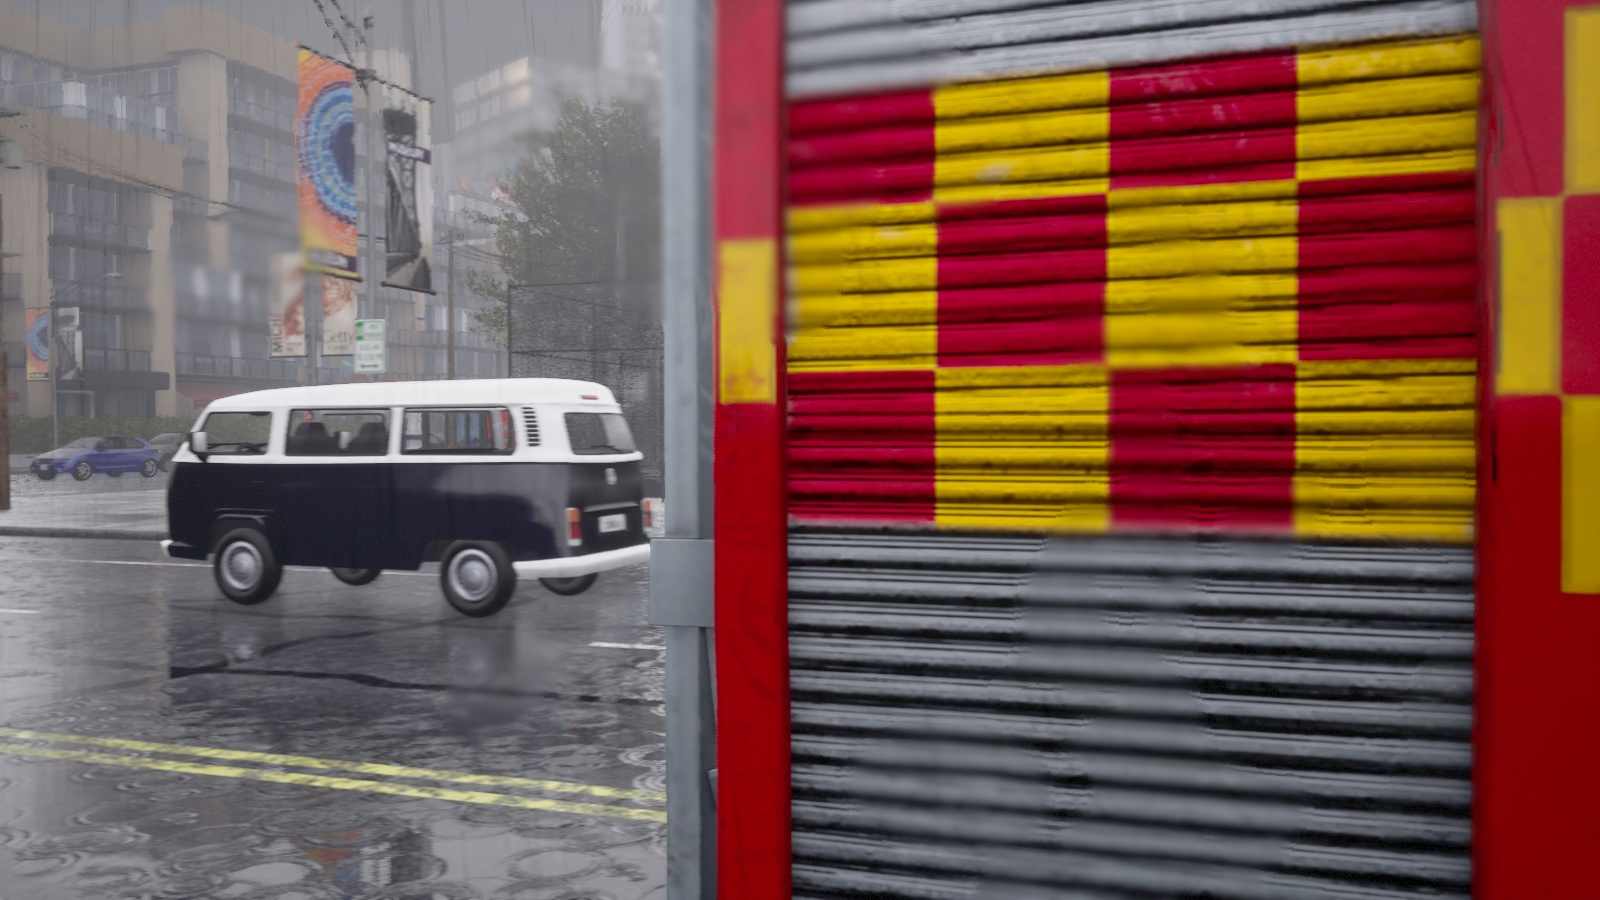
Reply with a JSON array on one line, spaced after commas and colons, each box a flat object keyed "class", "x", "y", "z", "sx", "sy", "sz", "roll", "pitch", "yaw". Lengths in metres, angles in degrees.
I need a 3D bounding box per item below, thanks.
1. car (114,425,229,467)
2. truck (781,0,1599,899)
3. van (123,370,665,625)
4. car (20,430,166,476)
[{"class": "car", "x": -25.108, "y": -0.176, "z": 50.339, "sx": 1.851, "sy": 1.617, "sz": 3.988, "roll": 1, "pitch": 1, "yaw": 18}, {"class": "truck", "x": 4.452, "y": -0.348, "z": 1.678, "sx": 8.468, "sy": 3.827, "sz": 2.891, "roll": 1, "pitch": 1, "yaw": 19}, {"class": "van", "x": -3.750, "y": 0.348, "z": 11.753, "sx": 4.480, "sy": 2.038, "sz": 2.069, "roll": 1, "pitch": 1, "yaw": 20}, {"class": "car", "x": -23.939, "y": 0.067, "z": 42.689, "sx": 1.816, "sy": 1.474, "sz": 4.193, "roll": 1, "pitch": 1, "yaw": 18}]
